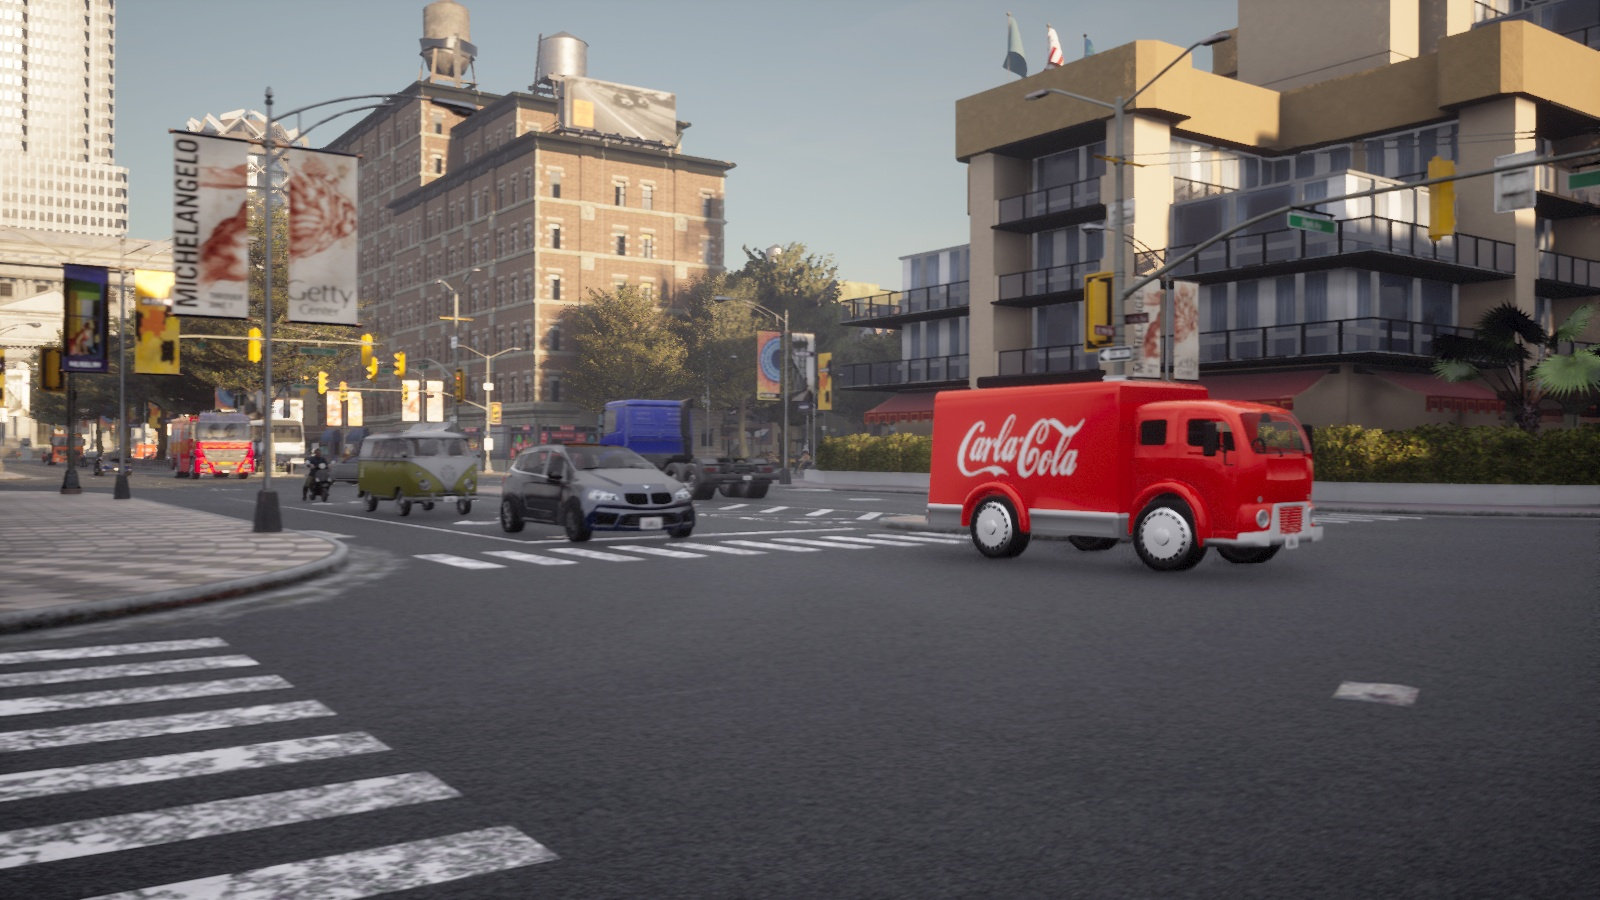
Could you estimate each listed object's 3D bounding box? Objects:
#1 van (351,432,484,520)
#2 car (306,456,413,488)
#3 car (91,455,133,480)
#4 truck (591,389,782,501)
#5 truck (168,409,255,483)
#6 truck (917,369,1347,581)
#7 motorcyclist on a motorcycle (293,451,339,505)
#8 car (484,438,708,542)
[{"bbox_3d":[-9.371,0.594,30.514,1.775,1.987,4.442,0,0,-35],"label":"van"},{"bbox_3d":[-19.950,0.991,56.934,4.181,1.385,1.994,0,0,16],"label":"car"},{"bbox_3d":[-42.051,1.035,76.709,1.816,1.474,4.193,0,0,-35],"label":"car"},{"bbox_3d":[-4.044,-0.124,42.893,2.891,3.462,7.936,0,0,-35],"label":"truck"},{"bbox_3d":[-32.569,-0.181,69.337,2.891,3.827,8.468,0,0,-35],"label":"truck"},{"bbox_3d":[4.422,0.291,17.457,2.627,2.467,5.204,0,0,-40],"label":"truck"},{"bbox_3d":[-14.649,0.822,37.970,0.866,1.590,1.817,0,0,-35],"label":"motorcyclist on a motorcycle"},{"bbox_3d":[-3.781,0.654,22.600,2.242,1.667,4.611,0,0,-34],"label":"car"}]
